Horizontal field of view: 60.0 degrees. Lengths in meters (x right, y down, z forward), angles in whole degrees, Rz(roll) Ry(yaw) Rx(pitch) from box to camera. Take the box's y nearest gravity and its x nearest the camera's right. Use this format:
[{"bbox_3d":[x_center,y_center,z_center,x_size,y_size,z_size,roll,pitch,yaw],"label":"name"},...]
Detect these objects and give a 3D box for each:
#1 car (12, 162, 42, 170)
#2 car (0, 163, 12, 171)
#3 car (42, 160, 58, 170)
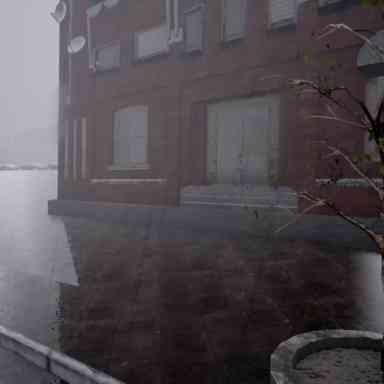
[{"bbox_3d":[-21.809,-3.369,45.862,4.892,1.521,2.231,1,1,27],"label":"car"},{"bbox_3d":[-26.642,-3.431,48.318,4.674,1.452,2.002,1,1,28],"label":"car"},{"bbox_3d":[-16.727,-3.372,43.422,4.553,1.767,2.185,1,1,26],"label":"car"}]
